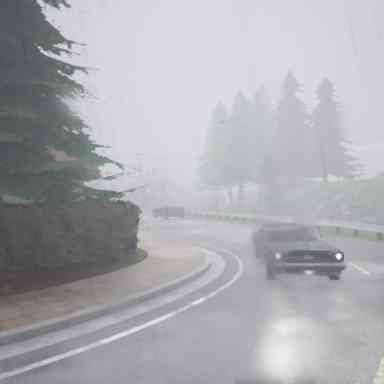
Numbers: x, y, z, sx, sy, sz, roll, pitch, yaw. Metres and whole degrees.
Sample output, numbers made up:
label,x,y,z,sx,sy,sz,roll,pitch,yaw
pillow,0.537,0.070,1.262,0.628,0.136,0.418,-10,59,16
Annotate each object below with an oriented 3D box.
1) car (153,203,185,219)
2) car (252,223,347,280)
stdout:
label,x,y,z,sx,sy,sz,roll,pitch,yaw
car,-2.448,1.849,33.777,1.882,1.535,5.008,0,0,-26
car,3.018,1.669,10.267,1.895,1.301,4.718,-1,-1,5
